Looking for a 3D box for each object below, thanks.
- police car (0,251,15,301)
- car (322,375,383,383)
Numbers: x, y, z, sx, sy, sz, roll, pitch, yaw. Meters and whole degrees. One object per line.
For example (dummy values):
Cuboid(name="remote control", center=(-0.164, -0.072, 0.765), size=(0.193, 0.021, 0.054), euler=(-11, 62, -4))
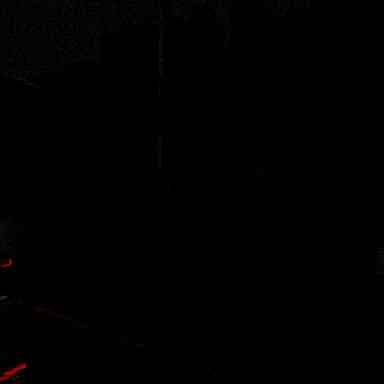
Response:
Cuboid(name="police car", center=(-5.774, 1.423, 7.006), size=(5.238, 1.638, 1.930), euler=(0, 0, 35))
Cuboid(name="car", center=(2.424, 1.551, 1.075), size=(4.403, 1.369, 2.008), euler=(0, 1, 35))
